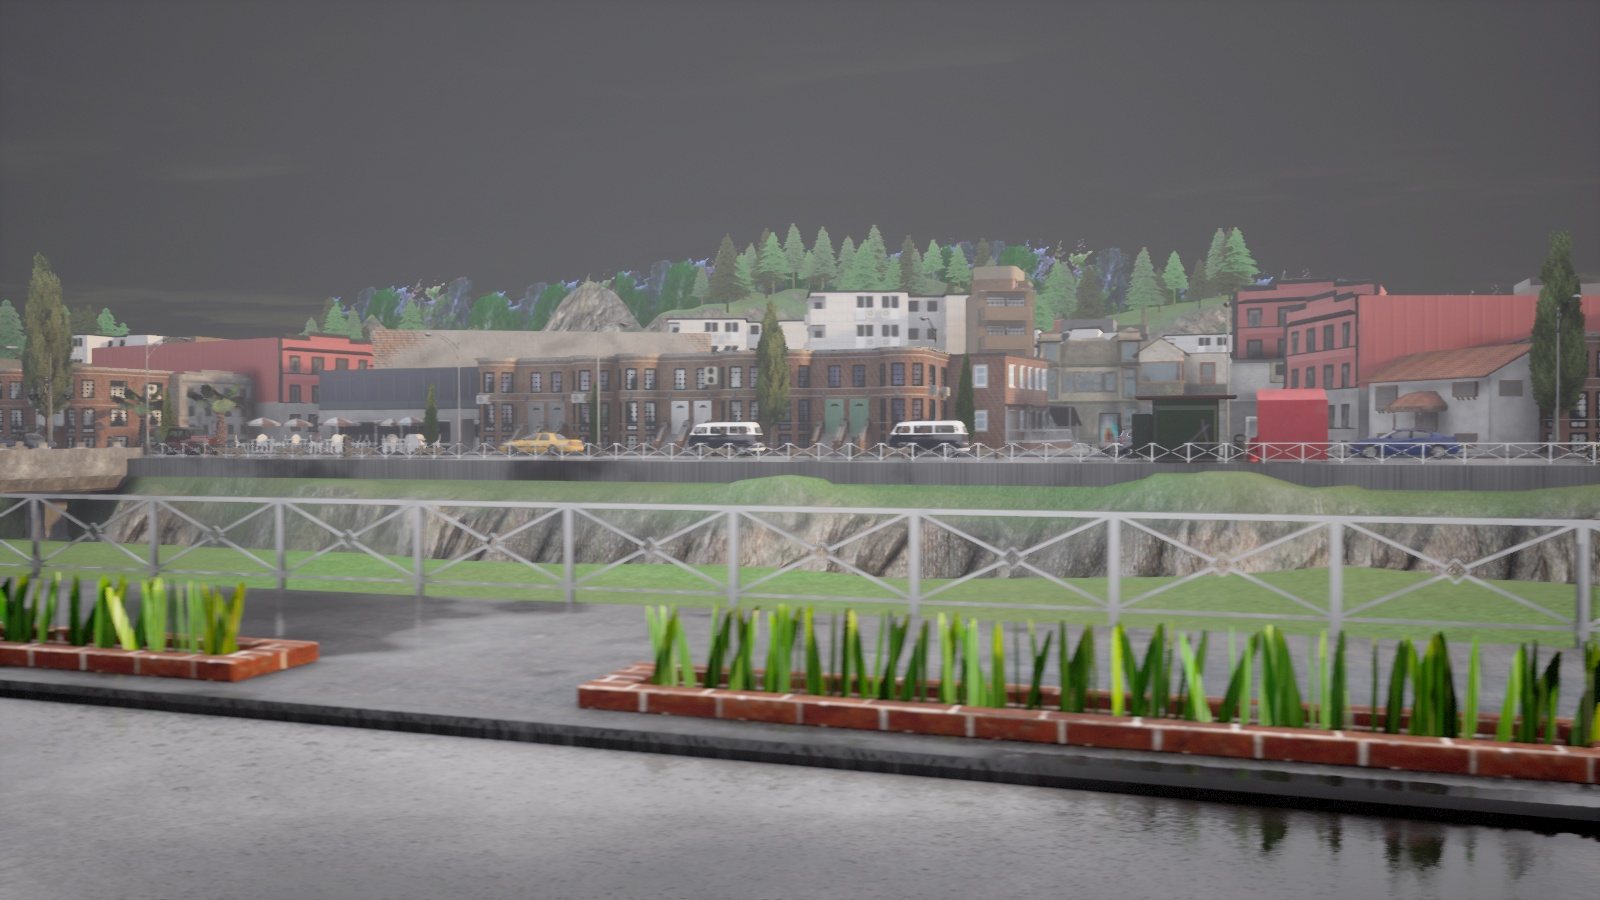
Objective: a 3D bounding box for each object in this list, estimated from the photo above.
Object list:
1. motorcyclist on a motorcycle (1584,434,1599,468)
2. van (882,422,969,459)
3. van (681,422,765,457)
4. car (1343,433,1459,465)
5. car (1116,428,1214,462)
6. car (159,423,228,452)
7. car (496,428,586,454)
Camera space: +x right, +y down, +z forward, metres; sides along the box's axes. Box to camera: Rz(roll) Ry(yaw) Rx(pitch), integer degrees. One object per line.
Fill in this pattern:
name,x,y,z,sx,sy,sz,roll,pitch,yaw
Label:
motorcyclist on a motorcycle,36.583,0.041,56.514,2.044,1.523,0.797,1,1,19
van,7.067,-0.555,70.649,4.480,2.038,2.069,1,1,19
van,-4.558,-0.661,74.557,4.480,2.038,2.069,1,1,19
car,30.043,-0.091,62.932,5.008,1.535,1.882,1,1,19
car,18.218,-0.264,62.685,4.611,1.667,2.242,1,1,19
car,-39.654,-0.842,82.136,3.866,1.878,1.905,1,1,19
car,-16.188,-0.552,78.469,5.366,1.575,1.801,1,1,19
